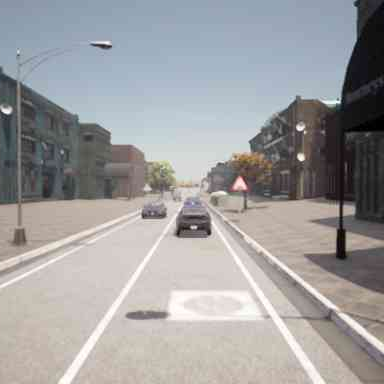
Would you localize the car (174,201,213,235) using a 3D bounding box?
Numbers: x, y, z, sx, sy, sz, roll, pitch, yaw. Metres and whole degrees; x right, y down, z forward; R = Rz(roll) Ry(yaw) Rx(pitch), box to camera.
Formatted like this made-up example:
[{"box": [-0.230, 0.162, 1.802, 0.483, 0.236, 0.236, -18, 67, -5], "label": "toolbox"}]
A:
[{"box": [0.093, 1.477, 18.668, 1.837, 1.490, 4.892, 0, 0, 0], "label": "car"}]

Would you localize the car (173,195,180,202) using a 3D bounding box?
[{"box": [-3.023, 1.264, 69.502, 1.812, 1.442, 4.674, 0, 0, 0], "label": "car"}]

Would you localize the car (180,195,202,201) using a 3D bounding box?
[{"box": [0.084, 1.240, 37.708, 2.097, 1.767, 4.553, 0, 0, 0], "label": "car"}]

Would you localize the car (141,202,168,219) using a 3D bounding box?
[{"box": [-3.104, 1.503, 28.124, 1.994, 1.385, 4.181, 0, 0, 0], "label": "car"}]
